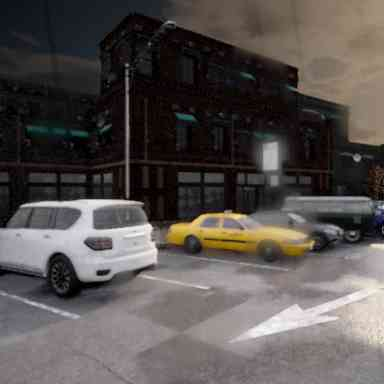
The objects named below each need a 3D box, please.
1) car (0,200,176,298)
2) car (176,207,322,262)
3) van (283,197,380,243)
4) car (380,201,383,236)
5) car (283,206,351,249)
[{"bbox_3d":[-3.446,1.236,8.701,5.566,2.045,2.435,-1,0,34],"label":"car"},{"bbox_3d":[1.596,1.458,12.128,5.366,1.575,1.946,-1,-1,34],"label":"car"},{"bbox_3d":[6.199,1.218,15.827,4.442,1.987,1.878,-1,0,34],"label":"van"},{"bbox_3d":[8.735,1.430,17.519,5.008,1.535,2.097,-1,0,34],"label":"car"},{"bbox_3d":[3.869,1.493,14.004,4.674,1.452,2.002,-1,-1,34],"label":"car"}]
